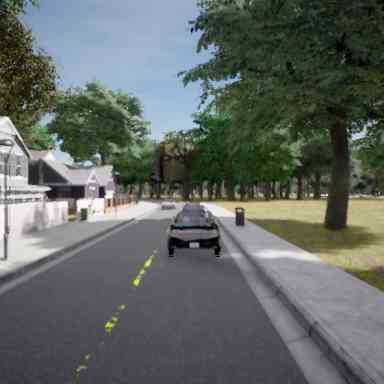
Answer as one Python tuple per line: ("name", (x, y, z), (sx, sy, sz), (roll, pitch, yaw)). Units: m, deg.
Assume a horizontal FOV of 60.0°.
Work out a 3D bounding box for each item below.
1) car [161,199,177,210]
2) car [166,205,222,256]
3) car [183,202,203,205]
("car", (-2.934, 1.573, 42.767), (1.895, 1.301, 4.718), (0, 0, -1))
("car", (0.084, 1.469, 12.990), (2.128, 1.511, 4.902), (0, 0, 0))
("car", (0.087, 1.536, 29.097), (1.994, 1.385, 4.181), (0, 0, 0))
